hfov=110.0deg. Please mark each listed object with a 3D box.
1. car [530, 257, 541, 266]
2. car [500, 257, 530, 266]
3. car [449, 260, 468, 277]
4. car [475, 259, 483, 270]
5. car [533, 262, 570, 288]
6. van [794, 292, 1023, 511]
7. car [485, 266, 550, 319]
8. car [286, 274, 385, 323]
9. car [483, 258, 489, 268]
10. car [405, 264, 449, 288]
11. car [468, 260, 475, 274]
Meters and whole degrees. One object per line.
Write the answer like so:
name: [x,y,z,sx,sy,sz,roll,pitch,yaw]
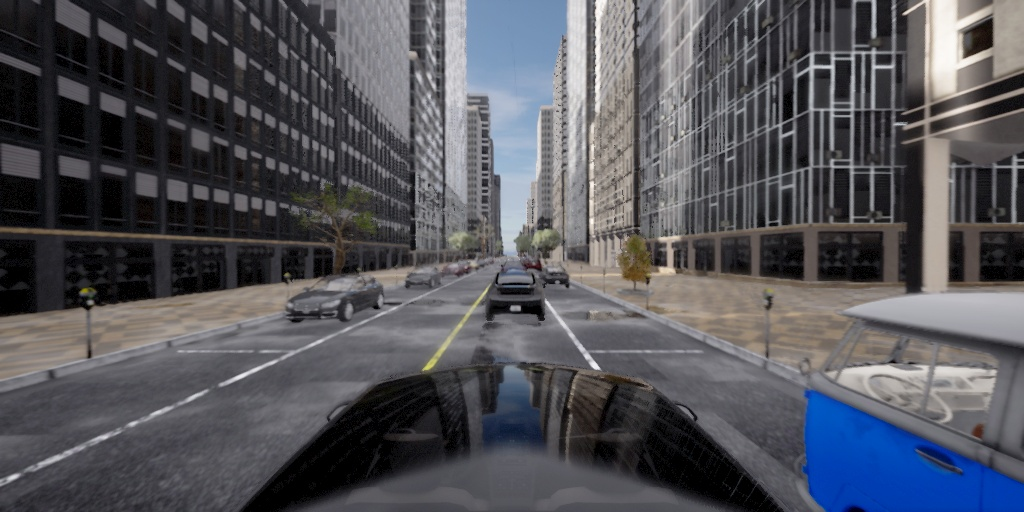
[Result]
car: [2.706,1.085,46.186,2.192,1.841,5.009,0,0,0]
car: [0.113,1.115,29.807,2.097,1.767,4.553,0,0,0]
car: [-5.679,1.347,34.821,1.802,1.307,4.207,0,0,0]
car: [-5.673,1.298,51.703,1.751,1.417,4.829,0,0,0]
car: [2.698,1.311,23.451,2.007,1.370,4.403,0,0,0]
van: [2.690,1.091,0.717,1.690,1.789,3.998,0,0,0]
car: [0.106,1.260,12.725,1.837,1.490,4.892,0,0,0]
car: [-5.687,1.305,12.087,2.007,1.370,4.403,0,0,0]
car: [-5.669,1.342,63.240,1.948,1.339,4.313,0,0,0]
car: [-5.683,1.311,23.454,2.007,1.370,4.403,0,0,0]
car: [-5.677,1.207,40.505,1.967,1.591,4.097,0,0,0]
